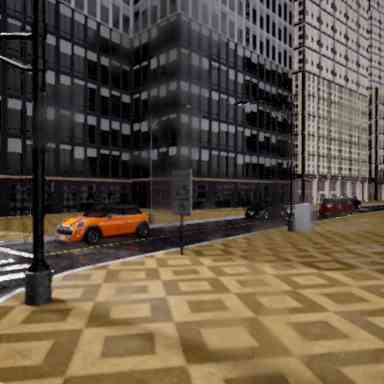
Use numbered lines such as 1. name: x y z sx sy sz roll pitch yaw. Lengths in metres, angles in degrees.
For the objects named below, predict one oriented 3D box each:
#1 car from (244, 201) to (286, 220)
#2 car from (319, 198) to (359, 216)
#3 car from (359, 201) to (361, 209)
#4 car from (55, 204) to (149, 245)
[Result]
1. car: 6.441 1.541 28.972 1.837 1.490 4.892 0 0 42
2. car: 14.352 1.376 32.760 2.097 1.767 4.553 0 0 44
3. car: 20.111 1.479 42.972 5.008 1.535 1.882 0 0 -44
4. car: -4.276 1.430 16.300 2.097 1.767 4.553 0 0 38
